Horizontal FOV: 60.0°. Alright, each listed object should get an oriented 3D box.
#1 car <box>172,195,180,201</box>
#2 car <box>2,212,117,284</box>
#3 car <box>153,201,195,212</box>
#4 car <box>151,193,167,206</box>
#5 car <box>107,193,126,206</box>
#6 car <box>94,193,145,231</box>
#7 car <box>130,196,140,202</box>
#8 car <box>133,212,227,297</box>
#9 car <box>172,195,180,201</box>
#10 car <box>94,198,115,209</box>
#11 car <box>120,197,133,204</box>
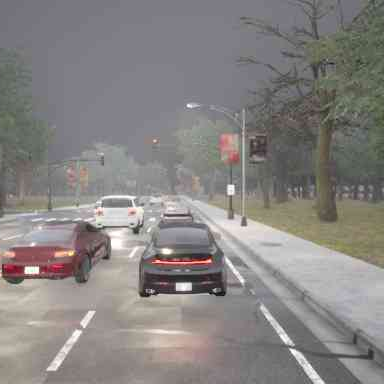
[{"bbox_3d":[-4.178,1.474,86.400,2.128,1.511,4.902,0,0,-3],"label":"car"},{"bbox_3d":[-3.565,1.527,9.476,1.812,1.442,4.674,0,0,-3],"label":"car"},{"bbox_3d":[-0.867,1.496,18.891,2.128,1.511,4.902,0,0,-3],"label":"car"},{"bbox_3d":[-5.872,1.252,56.940,2.150,2.045,5.566,0,0,-3],"label":"car"},{"bbox_3d":[-12.521,1.250,55.760,2.150,2.045,5.566,0,0,-2],"label":"car"},{"bbox_3d":[-4.014,1.226,19.221,2.150,2.045,5.566,0,0,-5],"label":"car"},{"bbox_3d":[-13.610,1.564,79.682,1.895,1.301,4.718,0,0,-3],"label":"car"},{"bbox_3d":[-0.263,1.506,8.575,1.837,1.490,4.892,0,0,-3],"label":"car"},{"bbox_3d":[-3.667,1.593,75.998,2.033,1.411,5.357,0,0,-3],"label":"car"},{"bbox_3d":[-12.053,1.545,45.969,1.812,1.442,4.674,0,0,-3],"label":"car"},{"bbox_3d":[-12.954,1.641,65.870,1.895,1.301,4.718,0,0,-2],"label":"car"}]
